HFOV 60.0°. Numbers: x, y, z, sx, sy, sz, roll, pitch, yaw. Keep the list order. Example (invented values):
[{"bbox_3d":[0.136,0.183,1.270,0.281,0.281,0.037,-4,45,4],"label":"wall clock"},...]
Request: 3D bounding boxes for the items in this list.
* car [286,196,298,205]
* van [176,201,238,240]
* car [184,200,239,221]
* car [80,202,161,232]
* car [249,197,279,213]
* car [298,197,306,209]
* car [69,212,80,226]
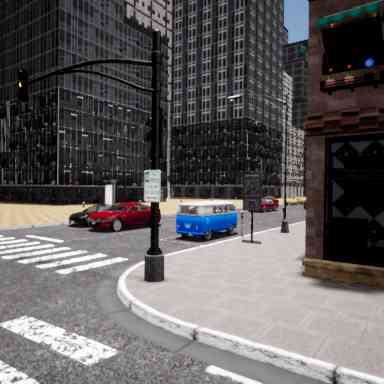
[{"bbox_3d":[16.456,1.362,53.261,1.752,1.417,4.829,1,1,36],"label":"car"},{"bbox_3d":[0.877,1.367,17.007,1.690,1.788,3.998,1,1,36],"label":"van"},{"bbox_3d":[1.792,1.468,28.256,2.033,1.411,5.357,1,1,36],"label":"car"},{"bbox_3d":[-3.960,1.417,20.197,1.882,1.535,5.008,1,1,34],"label":"car"},{"bbox_3d":[7.789,1.503,36.649,1.895,1.301,4.718,1,1,36],"label":"car"},{"bbox_3d":[15.666,1.428,42.289,2.128,1.511,4.902,1,1,36],"label":"car"},{"bbox_3d":[-5.947,1.465,21.879,1.947,1.339,4.313,1,1,36],"label":"car"}]
